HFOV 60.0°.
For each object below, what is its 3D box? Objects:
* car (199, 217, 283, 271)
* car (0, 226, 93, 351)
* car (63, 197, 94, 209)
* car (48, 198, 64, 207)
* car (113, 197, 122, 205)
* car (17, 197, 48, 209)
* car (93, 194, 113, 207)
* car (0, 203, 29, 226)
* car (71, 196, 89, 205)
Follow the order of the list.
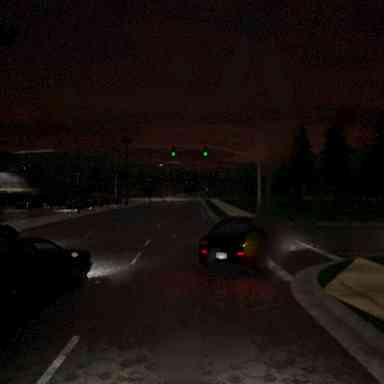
[{"bbox_3d":[1.729,1.552,11.111,1.812,1.442,4.674,-1,0,24],"label":"car"},{"bbox_3d":[-3.463,1.564,6.146,2.033,1.411,5.357,0,0,0],"label":"car"},{"bbox_3d":[-15.469,1.679,45.649,1.994,1.385,4.181,0,0,1],"label":"car"},{"bbox_3d":[-22.239,1.688,55.564,2.033,1.411,5.357,0,0,1],"label":"car"},{"bbox_3d":[-15.073,1.654,65.297,2.128,1.511,4.902,0,0,1],"label":"car"},{"bbox_3d":[-22.448,1.470,46.113,2.097,1.767,4.553,0,0,2],"label":"car"},{"bbox_3d":[-15.249,1.358,54.947,2.150,2.045,5.566,0,0,1],"label":"car"},{"bbox_3d":[-7.061,1.377,9.913,2.097,1.767,4.553,0,0,-1],"label":"car"},{"bbox_3d":[-22.066,1.643,65.729,1.882,1.535,5.008,0,0,1],"label":"car"}]
